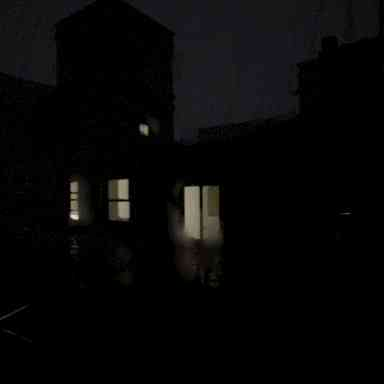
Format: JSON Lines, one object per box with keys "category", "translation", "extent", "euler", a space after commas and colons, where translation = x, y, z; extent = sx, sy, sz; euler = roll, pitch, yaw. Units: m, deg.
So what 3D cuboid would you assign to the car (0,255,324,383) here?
{"category": "car", "translation": [-0.868, 1.575, 3.502], "extent": [4.313, 1.339, 1.947], "euler": [0, -1, 35]}
